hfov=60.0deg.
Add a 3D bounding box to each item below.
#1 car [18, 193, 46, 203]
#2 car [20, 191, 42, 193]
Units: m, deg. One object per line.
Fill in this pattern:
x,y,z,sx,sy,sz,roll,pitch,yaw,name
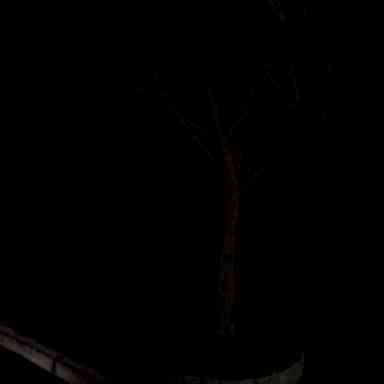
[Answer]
-18.664,1.226,35.961,2.128,1.511,4.902,1,0,32,car
-20.034,0.922,40.728,2.150,2.045,5.566,1,0,32,car
